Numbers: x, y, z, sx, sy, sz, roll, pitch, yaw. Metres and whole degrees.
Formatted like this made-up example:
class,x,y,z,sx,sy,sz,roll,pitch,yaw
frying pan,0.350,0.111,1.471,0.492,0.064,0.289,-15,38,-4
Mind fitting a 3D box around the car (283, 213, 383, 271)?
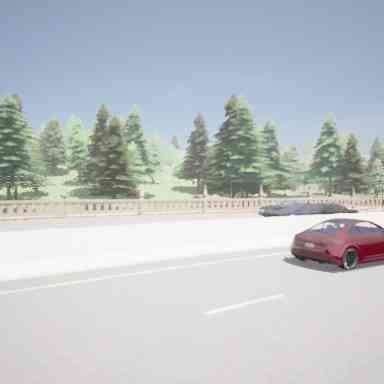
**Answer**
class,x,y,z,sx,sy,sz,roll,pitch,yaw
car,5.257,1.554,10.908,4.181,1.385,1.994,0,0,-29
